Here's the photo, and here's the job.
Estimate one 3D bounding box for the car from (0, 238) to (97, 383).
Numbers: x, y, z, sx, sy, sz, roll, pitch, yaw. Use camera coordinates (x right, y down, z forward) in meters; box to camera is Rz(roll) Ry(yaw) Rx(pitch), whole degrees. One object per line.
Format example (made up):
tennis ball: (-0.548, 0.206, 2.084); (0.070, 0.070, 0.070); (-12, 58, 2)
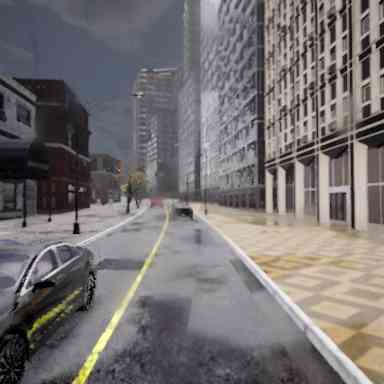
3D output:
car: (-2.883, 1.545, 5.093); (2.128, 1.511, 4.902); (0, -1, -1)

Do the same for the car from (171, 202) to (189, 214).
car: (-1.636, 1.957, 41.823); (2.033, 1.411, 5.357); (0, -1, -5)

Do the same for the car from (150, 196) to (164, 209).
car: (-6.054, 1.773, 57.518); (2.150, 2.045, 5.566); (0, -1, -6)

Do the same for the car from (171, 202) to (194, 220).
car: (-0.883, 1.802, 31.393); (2.128, 1.511, 4.902); (0, -1, -3)
